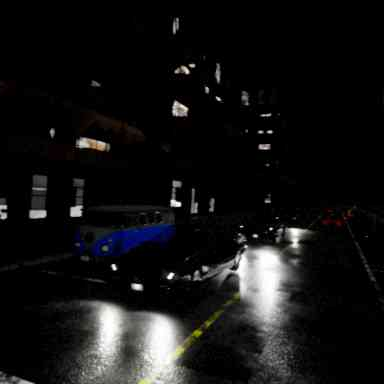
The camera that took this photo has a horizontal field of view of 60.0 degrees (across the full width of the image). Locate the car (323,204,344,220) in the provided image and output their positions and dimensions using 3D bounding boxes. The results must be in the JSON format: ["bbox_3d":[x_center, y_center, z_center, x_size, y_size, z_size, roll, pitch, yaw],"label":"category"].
[{"bbox_3d":[16.573,2.424,39.237,1.882,1.535,5.008,2,-1,23],"label":"car"}]

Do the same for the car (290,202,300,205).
[{"bbox_3d":[13.492,2.458,46.636,1.947,1.339,4.313,3,0,24],"label":"car"}]

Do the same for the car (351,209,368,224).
[{"bbox_3d":[12.303,2.187,22.863,2.008,1.369,4.403,3,0,24],"label":"car"}]

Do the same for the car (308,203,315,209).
[{"bbox_3d":[26.796,3.231,77.281,1.887,1.381,4.507,3,0,24],"label":"car"}]

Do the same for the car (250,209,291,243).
[{"bbox_3d":[3.964,1.873,18.222,1.895,1.301,4.718,2,-1,23],"label":"car"}]

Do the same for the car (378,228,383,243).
[{"bbox_3d":[5.651,1.811,7.541,1.947,1.339,4.313,3,0,24],"label":"car"}]

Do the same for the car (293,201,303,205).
[{"bbox_3d":[15.644,2.545,51.587,1.752,1.417,4.829,3,0,24],"label":"car"}]

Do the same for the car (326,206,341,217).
[{"bbox_3d":[20.630,2.789,48.584,1.895,1.301,4.718,2,-1,24],"label":"car"}]

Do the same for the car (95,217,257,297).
[{"bbox_3d":[0.025,1.588,9.106,2.033,1.411,5.357,2,-1,25],"label":"car"}]

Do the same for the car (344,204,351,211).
[{"bbox_3d":[21.242,2.691,43.450,1.752,1.417,4.829,3,0,24],"label":"car"}]

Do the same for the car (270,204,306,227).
[{"bbox_3d":[8.060,2.038,27.613,1.812,1.442,4.674,2,-1,24],"label":"car"}]

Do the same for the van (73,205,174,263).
[{"bbox_3d":[-2.017,1.317,10.884,1.690,1.788,3.998,3,0,24],"label":"van"}]

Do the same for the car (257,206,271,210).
[{"bbox_3d":[6.840,2.063,31.313,1.947,1.339,4.313,3,0,24],"label":"car"}]

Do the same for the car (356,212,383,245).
[{"bbox_3d":[10.086,2.051,17.755,1.887,1.381,4.507,3,0,24],"label":"car"}]

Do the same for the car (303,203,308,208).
[{"bbox_3d":[17.940,2.471,56.852,2.192,1.841,5.009,3,0,24],"label":"car"}]

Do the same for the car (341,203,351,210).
[{"bbox_3d":[38.917,3.662,84.154,1.967,1.590,4.097,3,0,24],"label":"car"}]

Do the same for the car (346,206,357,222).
[{"bbox_3d":[16.738,2.449,33.078,2.008,1.369,4.403,3,0,24],"label":"car"}]

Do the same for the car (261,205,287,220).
[{"bbox_3d":[9.058,2.180,36.421,2.008,1.369,4.403,3,0,24],"label":"car"}]
